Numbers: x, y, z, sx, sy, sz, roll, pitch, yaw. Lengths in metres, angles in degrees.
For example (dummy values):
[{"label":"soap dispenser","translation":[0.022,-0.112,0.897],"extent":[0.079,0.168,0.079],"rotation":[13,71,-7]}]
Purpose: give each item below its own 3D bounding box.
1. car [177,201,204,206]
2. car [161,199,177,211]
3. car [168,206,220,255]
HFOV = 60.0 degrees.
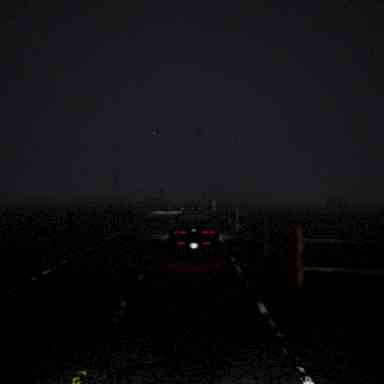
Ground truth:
[{"label":"car","translation":[0.069,1.567,29.581],"extent":[2.128,1.511,4.902],"rotation":[0,0,0]},{"label":"car","translation":[-2.863,1.586,42.431],"extent":[1.882,1.535,5.008],"rotation":[0,0,0]},{"label":"car","translation":[0.075,1.538,13.444],"extent":[1.837,1.490,4.892],"rotation":[0,0,0]}]
